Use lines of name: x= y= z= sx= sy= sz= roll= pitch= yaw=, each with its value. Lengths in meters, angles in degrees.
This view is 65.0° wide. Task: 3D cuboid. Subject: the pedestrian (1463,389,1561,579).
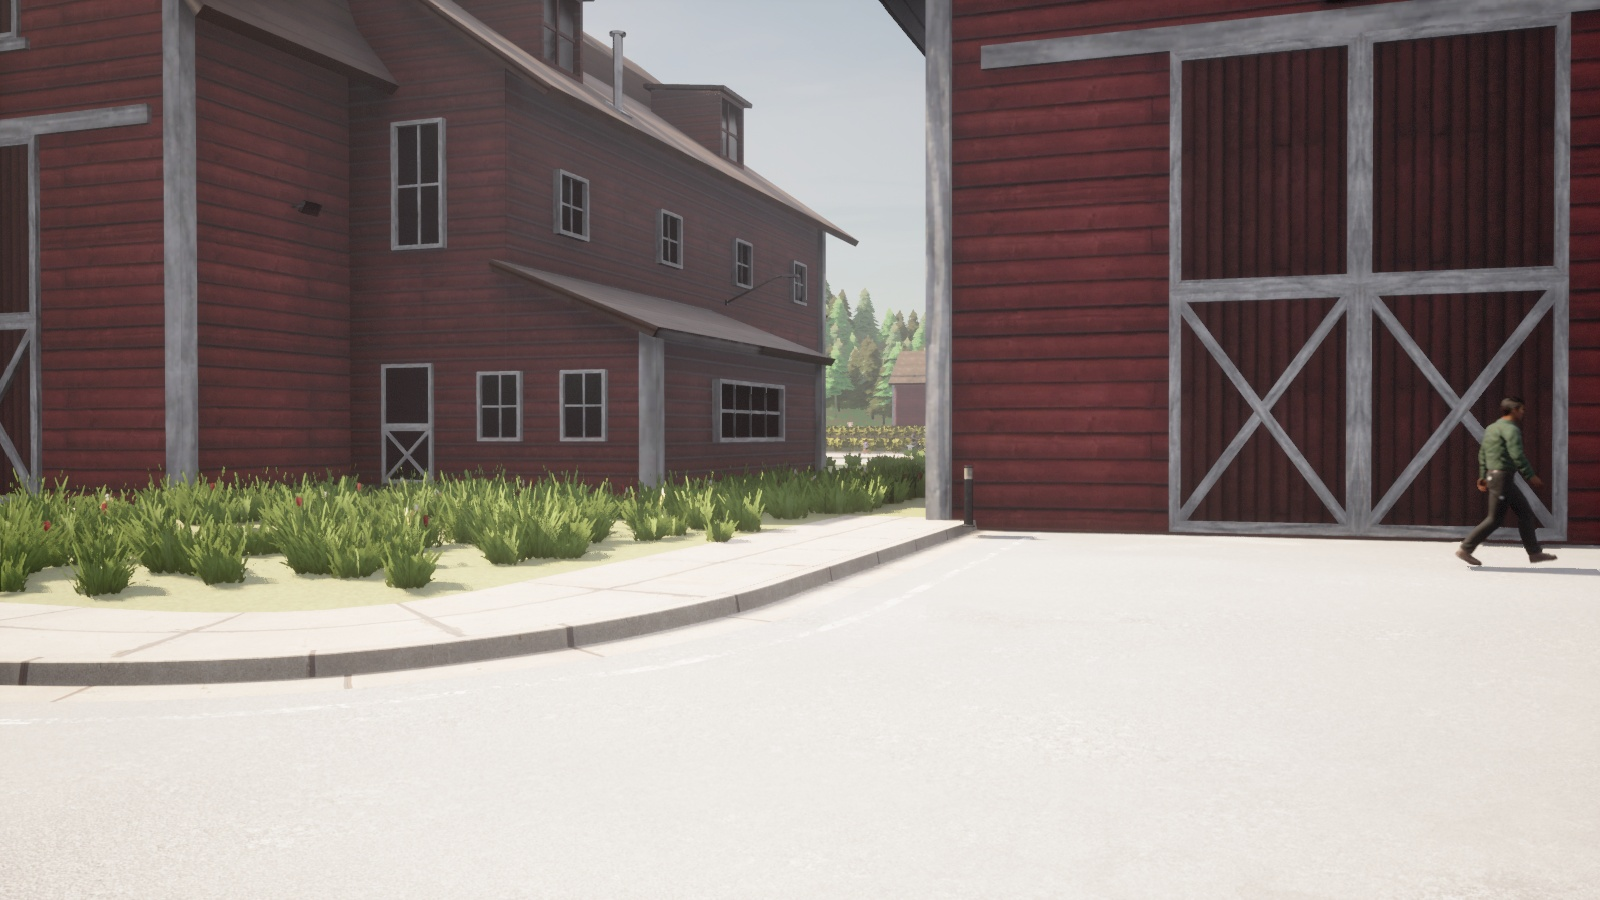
pedestrian: x=7.465 y=0.345 z=13.193 sx=0.788 sy=1.949 sz=0.423 roll=1 pitch=1 yaw=15
